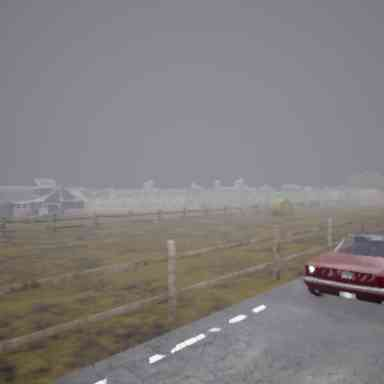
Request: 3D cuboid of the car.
[{"bbox_3d":[4.440,1.650,7.903,1.895,1.301,4.718,-1,-1,43],"label":"car"}]
